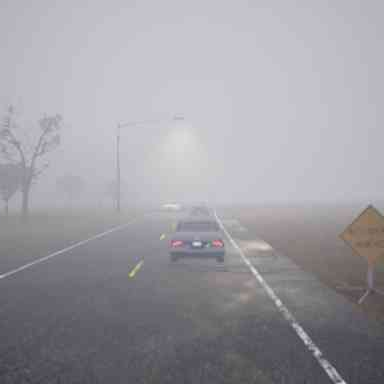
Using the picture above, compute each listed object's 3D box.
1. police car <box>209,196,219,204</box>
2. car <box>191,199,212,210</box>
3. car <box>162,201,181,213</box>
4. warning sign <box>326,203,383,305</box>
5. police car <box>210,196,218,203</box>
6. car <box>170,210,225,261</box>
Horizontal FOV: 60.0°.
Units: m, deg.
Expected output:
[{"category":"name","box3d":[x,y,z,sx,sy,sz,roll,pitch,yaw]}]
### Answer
[{"category":"police car","box3d":[5.137,1.955,81.450,1.930,1.638,5.238,0,0,6]},{"category":"car","box3d":[0.836,1.753,33.693,1.812,1.442,4.674,0,0,2]},{"category":"car","box3d":[-2.498,1.804,41.433,1.812,1.442,4.674,0,0,3]},{"category":"warning sign","box3d":[3.580,1.163,6.709,1.300,1.860,1.060,0,-1,1]},{"category":"police car","box3d":[6.181,2.015,91.361,1.930,1.638,5.238,0,0,6]},{"category":"car","box3d":[0.208,1.635,12.563,2.033,1.411,5.357,0,0,1]}]
